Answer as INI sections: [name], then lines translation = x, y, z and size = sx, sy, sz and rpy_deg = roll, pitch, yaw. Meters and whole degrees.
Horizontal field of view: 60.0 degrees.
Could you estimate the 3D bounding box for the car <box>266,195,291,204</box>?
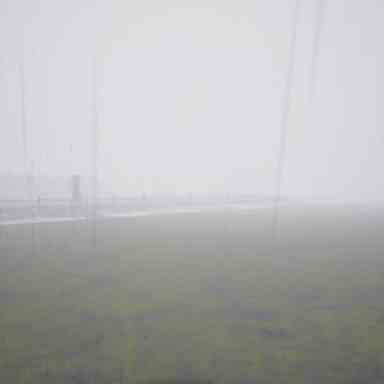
[car]
translation = 13.416, 1.106, 51.691
size = 1.895, 1.301, 4.718
rpy_deg = 3, 2, 44
